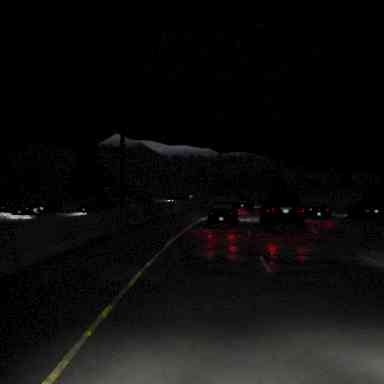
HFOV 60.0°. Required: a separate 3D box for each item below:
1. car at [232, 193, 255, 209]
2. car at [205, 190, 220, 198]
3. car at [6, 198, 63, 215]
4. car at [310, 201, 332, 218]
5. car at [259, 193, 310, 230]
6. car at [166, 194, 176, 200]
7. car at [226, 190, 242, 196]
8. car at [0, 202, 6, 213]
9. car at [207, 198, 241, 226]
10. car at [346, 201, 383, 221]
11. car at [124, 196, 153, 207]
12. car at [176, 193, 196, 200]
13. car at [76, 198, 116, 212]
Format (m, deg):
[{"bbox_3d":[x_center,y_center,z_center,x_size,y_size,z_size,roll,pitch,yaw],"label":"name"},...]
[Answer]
[{"bbox_3d":[6.393,1.229,40.066,1.837,1.490,4.892,0,1,17],"label":"car"},{"bbox_3d":[4.828,0.681,72.904,2.150,2.045,5.566,0,0,28],"label":"car"},{"bbox_3d":[-14.214,1.301,30.958,2.033,1.411,5.357,0,0,12],"label":"car"},{"bbox_3d":[10.446,1.415,28.249,1.895,1.301,4.718,0,0,12],"label":"car"},{"bbox_3d":[5.329,1.085,20.102,2.150,2.045,5.566,0,0,9],"label":"car"},{"bbox_3d":[-3.915,1.032,71.264,1.994,1.385,4.181,0,0,26],"label":"car"},{"bbox_3d":[9.490,0.685,74.085,2.150,2.045,5.566,0,0,28],"label":"car"},{"bbox_3d":[-17.284,1.297,33.136,1.994,1.385,4.181,0,0,13],"label":"car"},{"bbox_3d":[2.086,1.372,21.823,1.812,1.442,4.674,0,0,9],"label":"car"},{"bbox_3d":[13.475,1.384,25.811,2.033,1.411,5.357,0,0,12],"label":"car"},{"bbox_3d":[-5.764,1.221,36.299,2.128,1.511,4.902,0,0,15],"label":"car"},{"bbox_3d":[-0.855,0.998,69.562,1.837,1.490,4.892,0,0,26],"label":"car"},{"bbox_3d":[-9.834,1.283,34.563,2.033,1.411,5.357,0,0,13],"label":"car"}]
